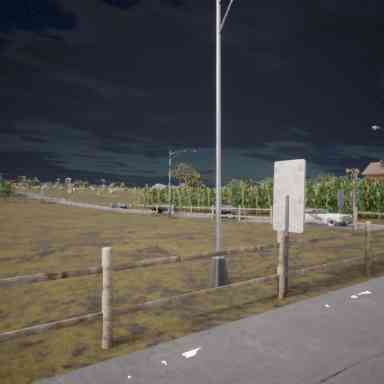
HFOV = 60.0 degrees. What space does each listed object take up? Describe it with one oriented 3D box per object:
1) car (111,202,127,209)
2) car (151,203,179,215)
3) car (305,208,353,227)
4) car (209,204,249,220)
[{"bbox_3d":[-14.160,2.595,64.238,1.994,1.385,4.181,3,-1,-35],"label":"car"},{"bbox_3d":[-3.598,2.262,44.354,1.882,1.535,5.008,3,-3,-36],"label":"car"},{"bbox_3d":[9.787,1.918,25.613,1.895,1.301,4.718,3,-3,-37],"label":"car"},{"bbox_3d":[3.737,2.042,34.039,1.837,1.490,4.892,3,-3,-36],"label":"car"}]
